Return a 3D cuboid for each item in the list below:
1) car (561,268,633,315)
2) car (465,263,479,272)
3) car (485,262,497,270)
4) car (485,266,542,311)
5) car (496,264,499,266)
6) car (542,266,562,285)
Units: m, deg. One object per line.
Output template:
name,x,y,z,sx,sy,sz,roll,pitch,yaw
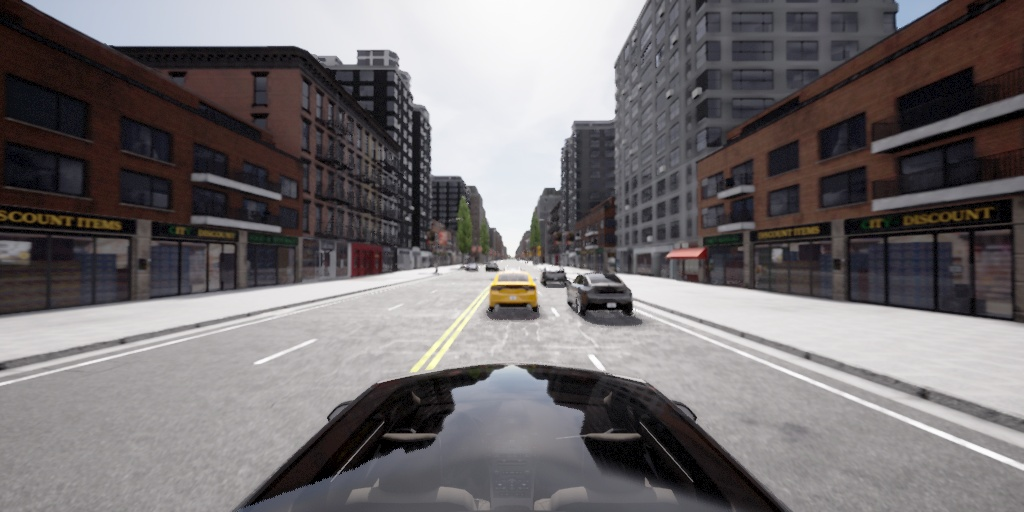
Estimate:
car,3.305,1.391,14.216,1.837,1.490,4.892,0,0,1
car,-6.523,1.896,58.635,2.033,1.411,5.357,0,-1,1
car,-3.279,1.702,58.739,2.097,1.767,4.553,0,-1,0
car,0.063,1.374,15.371,1.882,1.535,5.008,0,0,0
car,0.056,1.536,29.202,2.128,1.511,4.902,0,-1,1
car,3.313,1.536,29.201,2.128,1.511,4.902,0,-1,1
